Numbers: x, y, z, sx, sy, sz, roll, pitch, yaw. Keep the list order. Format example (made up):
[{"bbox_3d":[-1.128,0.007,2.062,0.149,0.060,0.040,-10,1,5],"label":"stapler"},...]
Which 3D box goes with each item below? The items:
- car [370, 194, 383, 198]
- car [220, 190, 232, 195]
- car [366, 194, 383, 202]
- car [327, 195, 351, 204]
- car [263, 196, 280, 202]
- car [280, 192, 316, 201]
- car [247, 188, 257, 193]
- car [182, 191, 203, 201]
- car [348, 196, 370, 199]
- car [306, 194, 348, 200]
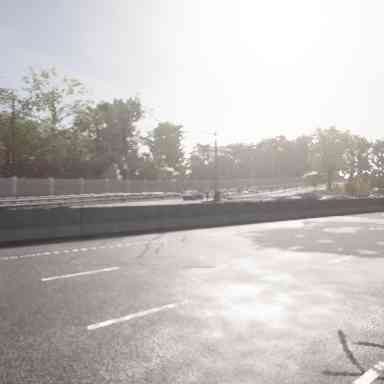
[{"bbox_3d":[30.705,1.306,52.737,5.008,1.535,1.882,0,0,-39],"label":"car"},{"bbox_3d":[7.062,0.312,67.459,2.128,1.511,4.902,0,2,28],"label":"car"},{"bbox_3d":[37.127,1.196,67.139,5.008,1.535,1.882,0,0,-40],"label":"car"},{"bbox_3d":[25.488,1.286,57.503,4.892,1.490,1.837,0,1,-39],"label":"car"},{"bbox_3d":[11.848,1.262,46.264,5.008,1.535,1.882,0,0,-39],"label":"car"},{"bbox_3d":[14.537,1.031,43.943,5.566,2.045,2.150,1,0,-39],"label":"car"},{"bbox_3d":[14.526,-0.249,80.615,1.812,1.442,4.674,0,3,31],"label":"car"},{"bbox_3d":[0.139,0.592,54.009,1.882,1.535,5.008,0,1,27],"label":"car"},{"bbox_3d":[28.002,1.406,55.041,4.718,1.301,1.895,0,0,-39],"label":"car"},{"bbox_3d":[16.780,1.323,41.261,4.902,1.511,2.128,0,0,-39],"label":"car"}]
